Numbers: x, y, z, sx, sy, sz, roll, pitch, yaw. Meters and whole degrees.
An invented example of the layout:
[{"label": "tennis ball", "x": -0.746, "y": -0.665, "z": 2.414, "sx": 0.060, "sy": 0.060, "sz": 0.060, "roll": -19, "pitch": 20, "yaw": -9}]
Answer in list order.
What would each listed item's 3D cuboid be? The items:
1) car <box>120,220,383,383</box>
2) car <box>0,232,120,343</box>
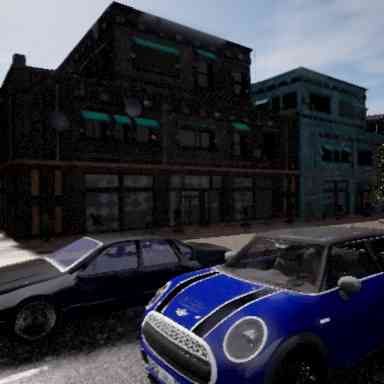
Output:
[{"label": "car", "x": 1.558, "y": 1.353, "z": 4.797, "sx": 4.553, "sy": 1.767, "sz": 2.097, "roll": 0, "pitch": 0, "yaw": -36}, {"label": "car", "x": -1.489, "y": 1.548, "z": 6.617, "sx": 5.357, "sy": 1.411, "sz": 2.033, "roll": 0, "pitch": 0, "yaw": -36}]
